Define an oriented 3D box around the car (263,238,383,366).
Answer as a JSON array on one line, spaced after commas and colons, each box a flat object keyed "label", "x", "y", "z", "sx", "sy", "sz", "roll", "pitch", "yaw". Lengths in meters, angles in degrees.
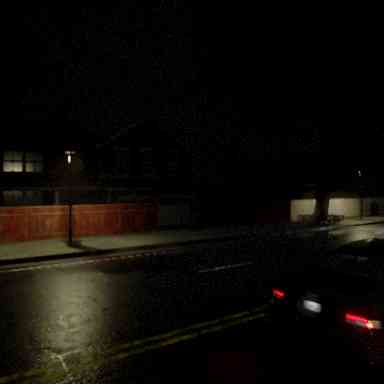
[{"label": "car", "x": 3.658, "y": 1.537, "z": 5.750, "sx": 5.357, "sy": 1.411, "sz": 2.033, "roll": 0, "pitch": 0, "yaw": -34}]
